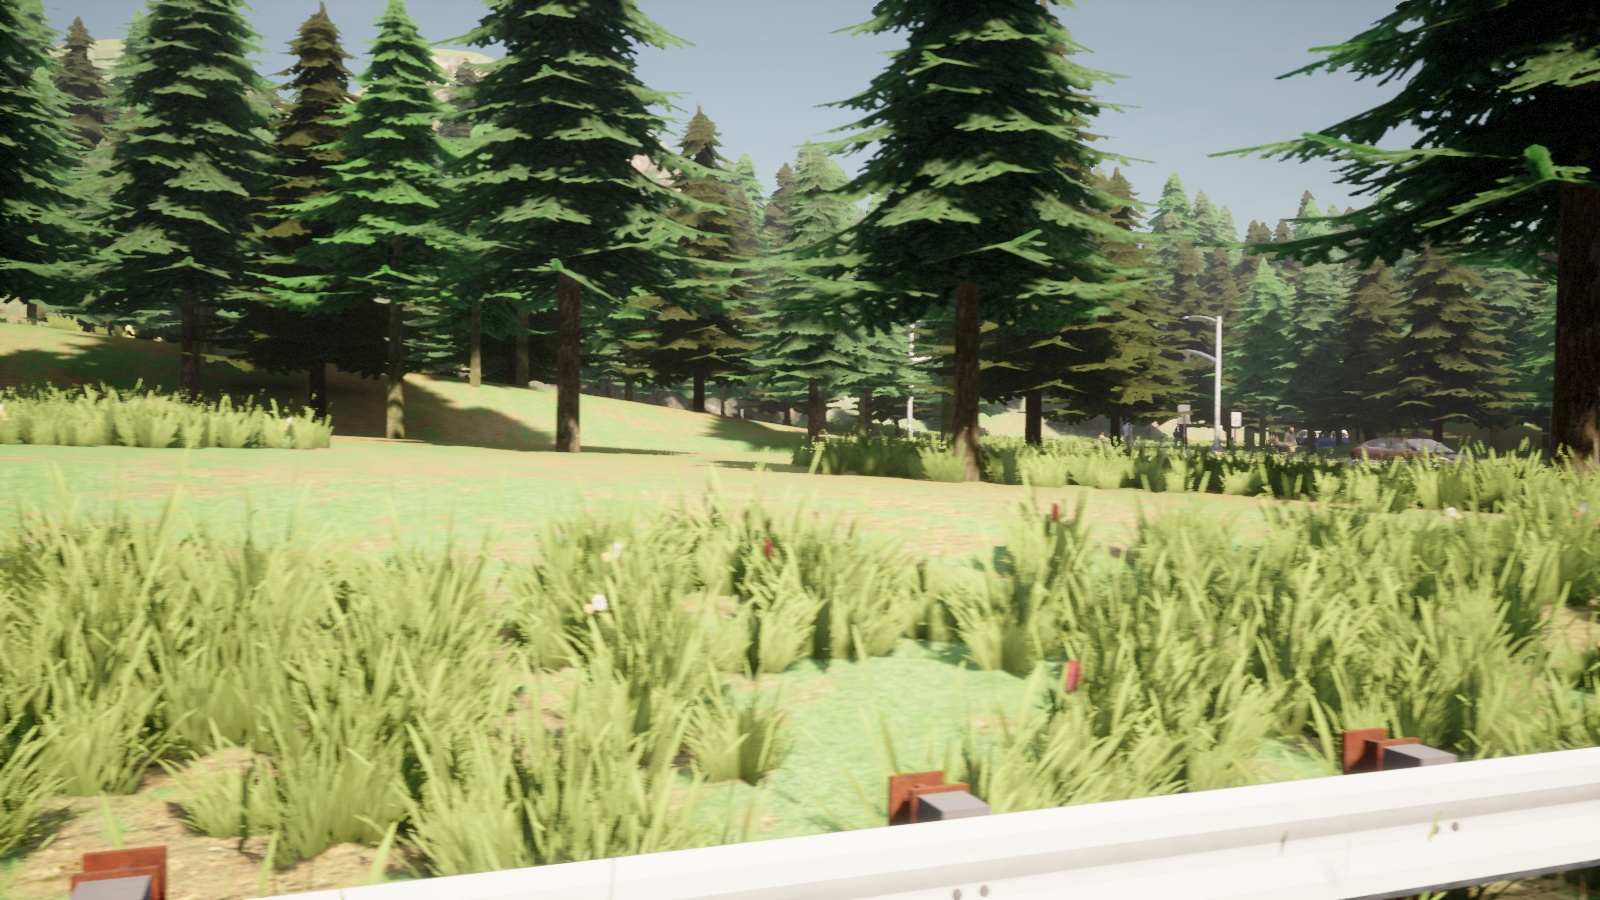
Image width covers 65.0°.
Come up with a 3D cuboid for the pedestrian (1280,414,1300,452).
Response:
[{"bbox_3d":[24.115,-0.833,61.823,0.540,1.848,0.694,-1,1,-29],"label":"pedestrian"}]

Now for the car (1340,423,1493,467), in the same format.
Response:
[{"bbox_3d":[22.188,-0.208,45.417,2.163,1.488,4.792,-1,1,-21],"label":"car"}]
